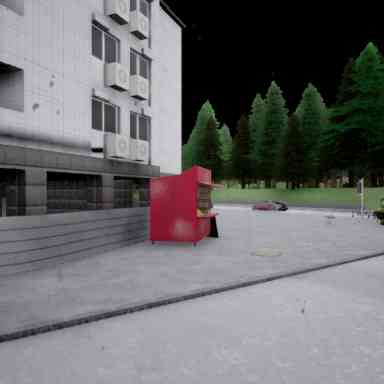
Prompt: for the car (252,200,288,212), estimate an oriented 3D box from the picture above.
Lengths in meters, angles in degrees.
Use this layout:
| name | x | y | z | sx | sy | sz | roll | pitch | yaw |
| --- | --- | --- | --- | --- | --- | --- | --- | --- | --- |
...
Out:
| name | x | y | z | sx | sy | sz | roll | pitch | yaw |
| --- | --- | --- | --- | --- | --- | --- | --- | --- | --- |
| car | 8.850 | 1.564 | 37.954 | 1.994 | 1.385 | 4.181 | 0 | 0 | -35 |
